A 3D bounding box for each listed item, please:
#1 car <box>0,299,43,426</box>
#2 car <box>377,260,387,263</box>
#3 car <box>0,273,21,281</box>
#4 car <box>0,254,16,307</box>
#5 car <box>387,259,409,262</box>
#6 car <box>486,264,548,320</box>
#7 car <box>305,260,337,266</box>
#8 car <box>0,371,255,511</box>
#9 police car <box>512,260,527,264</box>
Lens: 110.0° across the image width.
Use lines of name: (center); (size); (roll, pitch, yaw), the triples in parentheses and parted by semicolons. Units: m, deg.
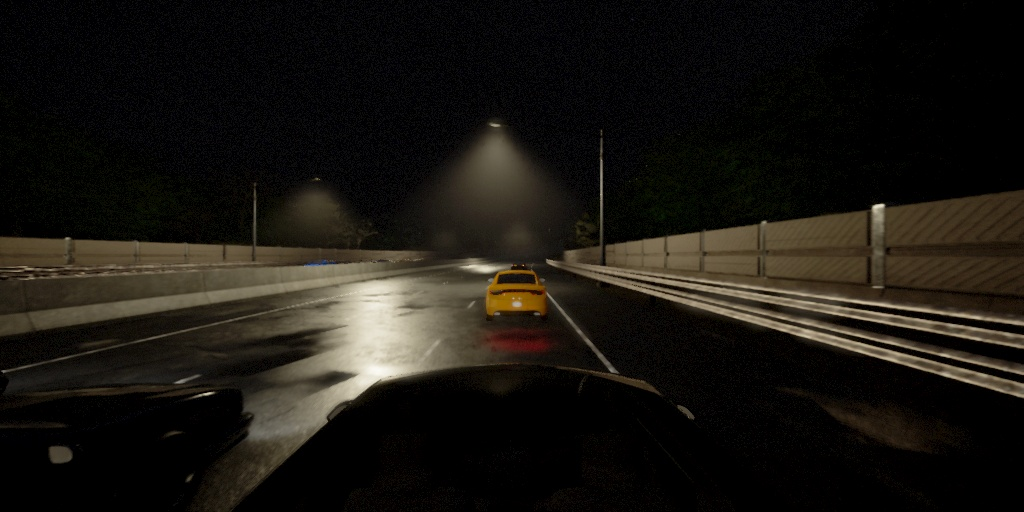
car: (-6.889, 1.273, 2.230); (1.812, 1.442, 4.674); (0, 0, 0)
car: (-19.816, 1.321, 54.711); (2.033, 1.411, 5.357); (0, 0, 3)
car: (-17.547, 1.232, 10.455); (2.128, 1.511, 4.902); (0, 0, 1)
car: (-21.040, 0.960, 11.643); (2.150, 2.045, 5.566); (0, 0, 1)
car: (-16.374, 1.257, 53.499); (1.882, 1.535, 5.008); (0, 0, 3)
car: (0.173, 1.231, 12.736); (1.882, 1.535, 5.008); (0, 0, 1)
car: (-23.759, 1.234, 44.650); (1.882, 1.535, 5.008); (0, 0, 2)
car: (-3.393, 1.296, 0.952); (2.033, 1.411, 5.357); (0, 0, 0)
police car: (0.910, 1.302, 43.861); (2.038, 1.542, 4.974); (0, 0, 2)
